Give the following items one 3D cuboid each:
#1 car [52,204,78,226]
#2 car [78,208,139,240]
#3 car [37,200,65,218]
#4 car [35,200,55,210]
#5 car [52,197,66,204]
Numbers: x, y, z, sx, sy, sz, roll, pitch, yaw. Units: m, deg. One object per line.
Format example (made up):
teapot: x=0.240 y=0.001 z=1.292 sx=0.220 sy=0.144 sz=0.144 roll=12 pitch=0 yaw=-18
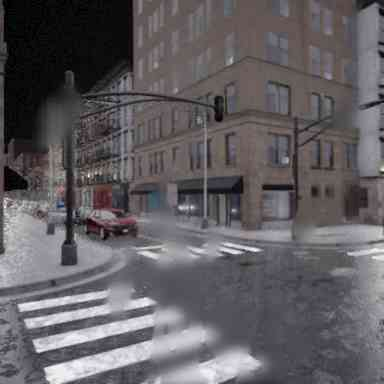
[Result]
car: x=-9.729 y=1.911 z=26.716 sx=1.895 sy=1.301 sz=4.718 roll=0 pitch=-1 yaw=-33
car: x=-4.696 y=1.713 z=18.888 sx=1.882 sy=1.535 sz=5.008 roll=0 pitch=-1 yaw=-33
car: x=-15.103 y=1.915 z=35.093 sx=1.812 sy=1.442 sz=4.674 roll=0 pitch=0 yaw=-33
car: x=-23.957 y=2.028 z=54.120 sx=2.128 sy=1.511 sz=4.902 roll=0 pitch=0 yaw=-33
car: x=-18.388 y=1.693 z=45.538 sx=2.150 sy=2.045 sz=5.566 roll=0 pitch=0 yaw=-32
